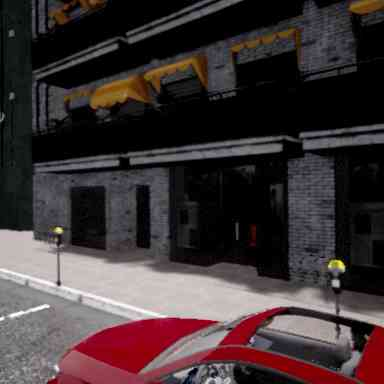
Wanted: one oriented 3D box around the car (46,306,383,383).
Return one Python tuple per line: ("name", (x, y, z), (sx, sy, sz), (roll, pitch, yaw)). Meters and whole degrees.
("car", (0.634, 1.578, 2.438), (4.206, 1.307, 1.802), (0, -1, 36))
